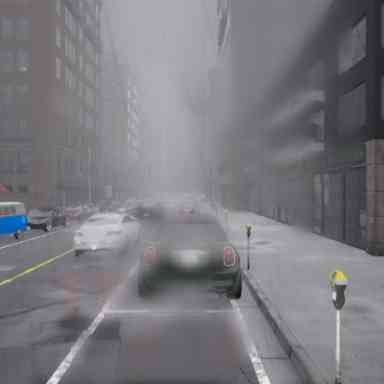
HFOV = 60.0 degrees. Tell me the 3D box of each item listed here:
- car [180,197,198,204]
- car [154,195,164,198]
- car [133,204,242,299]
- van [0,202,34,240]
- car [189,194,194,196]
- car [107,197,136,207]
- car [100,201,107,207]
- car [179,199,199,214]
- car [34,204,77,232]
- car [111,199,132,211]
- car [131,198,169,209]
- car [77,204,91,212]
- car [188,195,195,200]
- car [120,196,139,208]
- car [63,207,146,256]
[{"bbox_3d":[-0.290,1.443,25.481,1.967,1.590,4.097,0,0,0],"label":"car"},{"bbox_3d":[-8.782,1.643,84.589,1.802,1.307,4.206,0,0,0],"label":"car"},{"bbox_3d":[-0.033,1.353,8.620,2.097,1.767,4.553,0,0,0],"label":"car"},{"bbox_3d":[-8.815,1.342,14.478,1.690,1.788,3.998,0,0,0],"label":"van"},{"bbox_3d":[-0.257,1.501,84.576,1.967,1.590,4.097,0,0,0],"label":"car"},{"bbox_3d":[-6.238,1.496,31.946,2.128,1.511,4.902,0,0,0],"label":"car"},{"bbox_3d":[-8.815,1.573,36.483,1.947,1.339,4.313,0,0,0],"label":"car"},{"bbox_3d":[-0.290,1.558,36.484,2.008,1.369,4.403,0,0,0],"label":"car"},{"bbox_3d":[-8.815,1.568,19.979,1.947,1.339,4.313,0,0,0],"label":"car"},{"bbox_3d":[-8.815,1.591,41.985,1.802,1.307,4.206,0,0,0],"label":"car"},{"bbox_3d":[-3.063,1.481,25.267,1.882,1.535,5.008,0,0,0],"label":"car"},{"bbox_3d":[-8.815,1.585,25.481,1.802,1.307,4.206,0,0,0],"label":"car"},{"bbox_3d":[-0.237,1.636,95.394,2.008,1.369,4.403,0,0,0],"label":"car"},{"bbox_3d":[-8.816,1.452,47.486,1.967,1.590,4.097,0,0,0],"label":"car"},{"bbox_3d":[-3.144,1.526,12.992,1.812,1.442,4.674,0,0,0],"label":"car"}]
